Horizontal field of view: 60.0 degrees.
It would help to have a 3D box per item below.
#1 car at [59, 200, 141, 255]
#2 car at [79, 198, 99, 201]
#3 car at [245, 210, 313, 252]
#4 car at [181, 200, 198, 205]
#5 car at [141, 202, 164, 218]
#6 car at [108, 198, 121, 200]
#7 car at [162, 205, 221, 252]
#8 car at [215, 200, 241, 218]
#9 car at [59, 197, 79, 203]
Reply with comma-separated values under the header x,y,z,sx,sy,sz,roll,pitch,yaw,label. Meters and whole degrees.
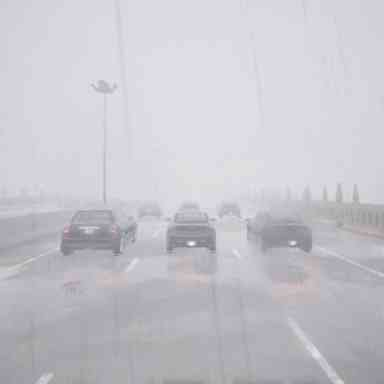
x,y,z,sx,sy,sz,roll,pitch,yaw,label
-3.538,1.372,13.477,2.097,1.767,4.553,0,0,-1,car
-14.625,1.599,49.000,1.812,1.442,4.674,0,0,0,car
3.459,1.520,13.928,1.837,1.490,4.892,0,0,-1,car
-0.233,1.544,30.350,1.837,1.490,4.892,0,0,-1,car
-3.742,1.606,30.960,1.994,1.385,4.181,0,0,-1,car
-11.116,1.559,47.097,2.128,1.511,4.902,0,0,0,car
-0.041,1.523,13.884,1.837,1.490,4.892,0,0,-1,car
3.266,1.541,30.390,1.837,1.490,4.892,0,0,-1,car
-18.125,1.569,49.358,2.128,1.511,4.902,0,0,0,car
